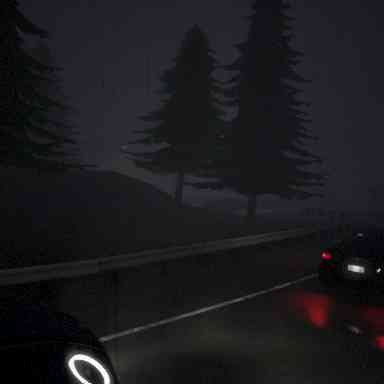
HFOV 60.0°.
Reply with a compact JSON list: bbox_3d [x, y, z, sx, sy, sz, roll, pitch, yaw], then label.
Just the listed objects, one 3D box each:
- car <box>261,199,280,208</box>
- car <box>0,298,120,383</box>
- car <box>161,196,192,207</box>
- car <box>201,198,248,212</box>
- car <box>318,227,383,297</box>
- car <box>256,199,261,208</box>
[{"bbox_3d":[9.956,1.600,47.208,4.718,1.301,1.895,0,0,35],"label":"car"},{"bbox_3d":[-2.748,1.352,2.068,4.553,1.767,2.097,0,0,-35],"label":"car"},{"bbox_3d":[-2.235,1.442,55.692,4.892,1.490,1.837,1,1,35],"label":"car"},{"bbox_3d":[3.641,1.546,38.809,5.357,1.411,2.033,0,0,35],"label":"car"},{"bbox_3d":[4.908,1.564,8.243,4.181,1.385,1.994,0,0,-42],"label":"car"},{"bbox_3d":[5.693,1.505,41.646,4.892,1.490,1.837,-1,0,35],"label":"car"}]
